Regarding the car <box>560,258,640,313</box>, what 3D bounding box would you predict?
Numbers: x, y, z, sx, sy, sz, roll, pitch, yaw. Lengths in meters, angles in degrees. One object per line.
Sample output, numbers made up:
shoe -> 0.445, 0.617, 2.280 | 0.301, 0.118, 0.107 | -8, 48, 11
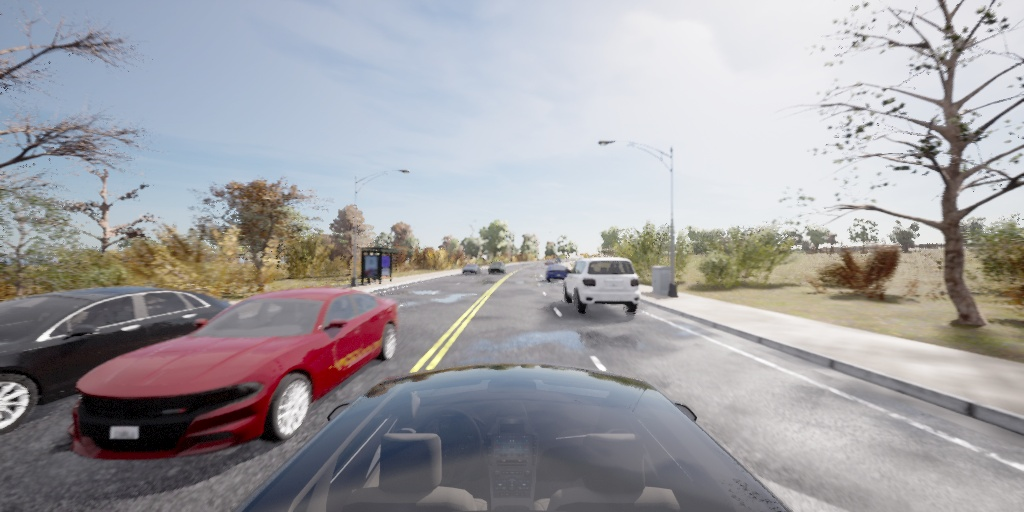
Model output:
car -> 3.482, 1.096, 14.790 | 2.150, 2.045, 5.566 | 0, -1, 1

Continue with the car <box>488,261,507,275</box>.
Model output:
car -> -1.891, 1.485, 46.597 | 2.097, 1.767, 4.553 | 0, -1, 4

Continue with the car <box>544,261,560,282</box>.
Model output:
car -> 4.055, 1.507, 32.786 | 1.882, 1.535, 5.008 | 0, 0, 2

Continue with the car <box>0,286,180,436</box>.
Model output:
car -> -6.574, 1.279, 5.425 | 1.837, 1.490, 4.892 | 0, 0, 0

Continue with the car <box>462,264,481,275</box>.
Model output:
car -> -5.168, 1.677, 46.486 | 2.033, 1.411, 5.357 | 0, 0, 4

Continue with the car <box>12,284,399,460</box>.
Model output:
car -> -3.323, 1.260, 5.585 | 1.882, 1.535, 5.008 | 0, 0, 0
